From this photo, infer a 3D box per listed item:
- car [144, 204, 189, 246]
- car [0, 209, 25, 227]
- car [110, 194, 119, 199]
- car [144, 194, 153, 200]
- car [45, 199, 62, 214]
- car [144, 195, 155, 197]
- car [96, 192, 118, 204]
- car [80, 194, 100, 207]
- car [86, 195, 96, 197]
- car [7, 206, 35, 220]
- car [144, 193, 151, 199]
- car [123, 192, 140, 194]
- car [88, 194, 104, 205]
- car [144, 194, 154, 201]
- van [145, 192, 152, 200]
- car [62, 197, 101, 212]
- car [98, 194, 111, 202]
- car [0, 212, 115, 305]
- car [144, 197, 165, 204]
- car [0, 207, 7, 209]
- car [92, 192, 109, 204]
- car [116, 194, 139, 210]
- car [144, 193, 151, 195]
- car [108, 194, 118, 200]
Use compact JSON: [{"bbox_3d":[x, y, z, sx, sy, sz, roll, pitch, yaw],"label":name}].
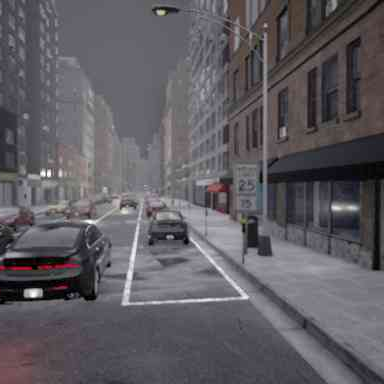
[{"bbox_3d":[-1.143,1.464,14.787,2.008,1.369,4.403,-1,0,-8],"label":"car"},{"bbox_3d":[-6.272,1.467,8.615,1.837,1.490,4.892,0,2,-8],"label":"car"},{"bbox_3d":[-20.049,1.158,86.441,1.887,1.381,4.507,-1,0,-8],"label":"car"},{"bbox_3d":[-9.998,1.184,76.435,1.947,1.339,4.313,-1,0,-8],"label":"car"},{"bbox_3d":[-11.972,1.351,30.224,1.752,1.417,4.829,-1,0,-8],"label":"car"},{"bbox_3d":[-4.363,1.316,37.204,1.887,1.381,4.507,-1,0,-8],"label":"car"},{"bbox_3d":[-11.038,0.922,42.511,1.994,1.385,4.181,0,0,-8],"label":"car"},{"bbox_3d":[-14.414,1.178,47.205,1.967,1.590,4.097,-1,0,-8],"label":"car"},{"bbox_3d":[-13.607,1.330,41.601,1.947,1.339,4.313,-1,0,-8],"label":"car"},{"bbox_3d":[-10.387,1.478,19.183,1.802,1.307,4.206,-1,0,-8],"label":"car"},{"bbox_3d":[-12.415,1.019,93.249,1.967,1.590,4.097,-1,0,-8],"label":"car"},{"bbox_3d":[-8.958,1.071,49.150,2.097,1.767,4.553,0,0,-8],"label":"car"},{"bbox_3d":[-15.219,1.155,52.809,1.967,1.590,4.097,-1,0,-8],"label":"car"},{"bbox_3d":[-9.193,1.201,70.831,1.947,1.339,4.313,-1,0,-8],"label":"car"},{"bbox_3d":[-10.807,0.945,82.040,1.690,1.788,3.998,-1,0,-8],"label":"van"},{"bbox_3d":[-8.920,1.366,27.120,1.812,1.442,4.674,0,0,-8],"label":"car"},{"bbox_3d":[-16.830,1.115,64.020,1.967,1.590,4.097,-1,0,-8],"label":"car"},{"bbox_3d":[-3.064,1.469,8.098,1.837,1.490,4.892,0,0,-8],"label":"car"},{"bbox_3d":[-2.753,1.382,25.996,1.887,1.381,4.507,-1,0,-8],"label":"car"},{"bbox_3d":[-9.582,1.501,13.577,1.947,1.339,4.313,0,0,-8],"label":"car"},{"bbox_3d":[-16.025,1.009,58.413,2.192,1.841,5.009,-1,0,-8],"label":"car"},{"bbox_3d":[-7.427,1.273,38.880,1.837,1.490,4.892,0,0,-8],"label":"car"},{"bbox_3d":[-5.973,1.282,48.413,1.947,1.339,4.313,-1,0,-8],"label":"car"},{"bbox_3d":[-19.243,1.171,80.836,1.887,1.381,4.507,-1,0,-8],"label":"car"}]
